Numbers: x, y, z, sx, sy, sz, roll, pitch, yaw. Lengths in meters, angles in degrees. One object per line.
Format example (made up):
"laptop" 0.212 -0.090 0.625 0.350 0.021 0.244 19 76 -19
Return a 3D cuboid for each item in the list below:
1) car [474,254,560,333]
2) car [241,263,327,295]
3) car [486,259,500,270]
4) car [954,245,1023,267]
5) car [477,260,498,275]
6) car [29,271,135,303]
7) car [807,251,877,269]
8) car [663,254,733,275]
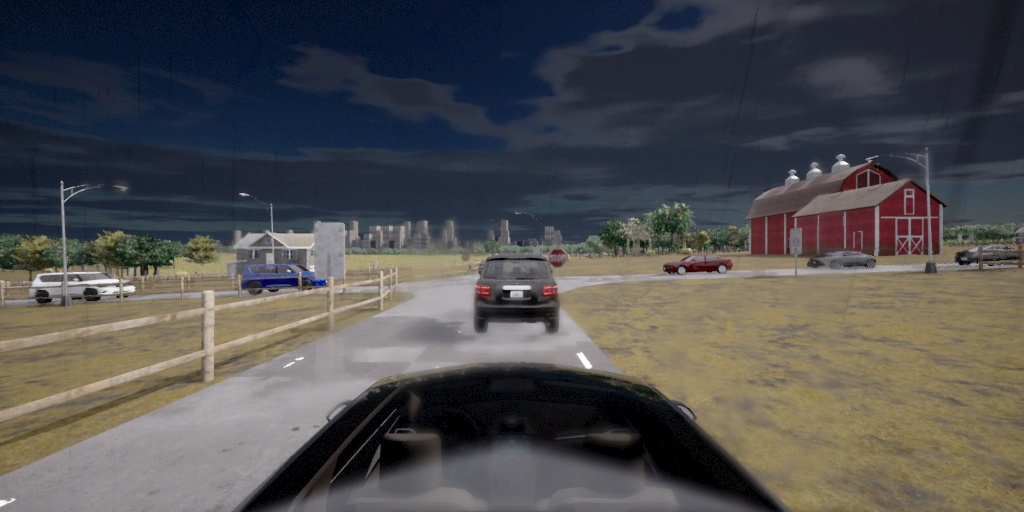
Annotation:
"car" 0.121 0.973 10.895 2.150 2.045 5.566 0 0 0
"car" -15.687 1.530 24.984 5.566 2.045 2.150 -2 0 -1
"car" -2.745 1.250 52.800 1.882 1.535 5.008 0 0 0
"car" 33.735 -0.039 24.935 4.674 1.442 1.812 -2 0 0
"car" -2.734 1.252 40.582 2.128 1.511 4.902 0 0 -1
"car" -29.838 2.097 24.967 5.566 2.045 2.150 -2 0 0
"car" 25.550 0.296 27.886 4.181 1.385 1.994 -2 0 0
"car" 14.366 0.624 27.893 5.008 1.535 1.882 -2 0 0
